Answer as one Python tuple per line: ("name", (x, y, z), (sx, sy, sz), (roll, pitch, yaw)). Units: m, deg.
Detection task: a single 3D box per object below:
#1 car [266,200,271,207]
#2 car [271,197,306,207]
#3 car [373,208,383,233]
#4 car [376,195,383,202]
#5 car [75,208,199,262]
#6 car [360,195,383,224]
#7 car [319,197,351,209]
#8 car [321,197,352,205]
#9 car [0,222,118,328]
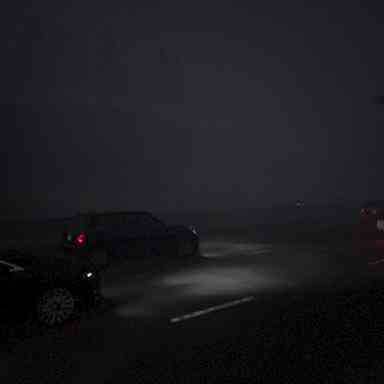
("car", (12.976, 1.459, 49.044), (4.902, 1.511, 2.128), (0, 0, -37))
("car", (13.417, 1.452, 44.983), (4.902, 1.511, 2.128), (0, 0, -37))
("car", (11.339, 1.547, 16.792), (4.718, 1.301, 1.895), (0, 0, -37))
("car", (40.976, 1.308, 70.241), (4.892, 1.490, 1.837), (0, 0, -37))
("car", (-1.948, 1.378, 11.206), (4.553, 1.767, 2.097), (0, 0, -36))
("car", (13.509, 1.290, 22.842), (4.553, 1.767, 2.097), (0, 0, -37))
("car", (19.517, 1.426, 45.223), (4.892, 1.490, 1.837), (-1, 0, -37))
("car", (17.357, 1.531, 39.196), (4.718, 1.301, 1.895), (0, 0, -37))
("car", (-3.987, 1.525, 5.421), (4.902, 1.511, 2.128), (0, 0, -35))
